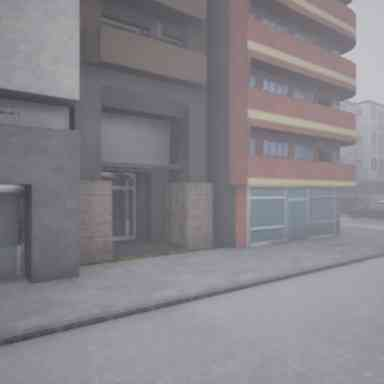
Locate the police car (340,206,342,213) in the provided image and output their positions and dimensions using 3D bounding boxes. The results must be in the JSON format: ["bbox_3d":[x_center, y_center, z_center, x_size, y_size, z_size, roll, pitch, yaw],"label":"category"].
[{"bbox_3d":[11.307,1.350,31.250,1.930,1.638,5.238,-5,3,-35],"label":"police car"}]

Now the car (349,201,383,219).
[{"bbox_3d":[14.851,1.452,26.272,1.812,1.442,4.674,-5,3,-35],"label":"car"}]
